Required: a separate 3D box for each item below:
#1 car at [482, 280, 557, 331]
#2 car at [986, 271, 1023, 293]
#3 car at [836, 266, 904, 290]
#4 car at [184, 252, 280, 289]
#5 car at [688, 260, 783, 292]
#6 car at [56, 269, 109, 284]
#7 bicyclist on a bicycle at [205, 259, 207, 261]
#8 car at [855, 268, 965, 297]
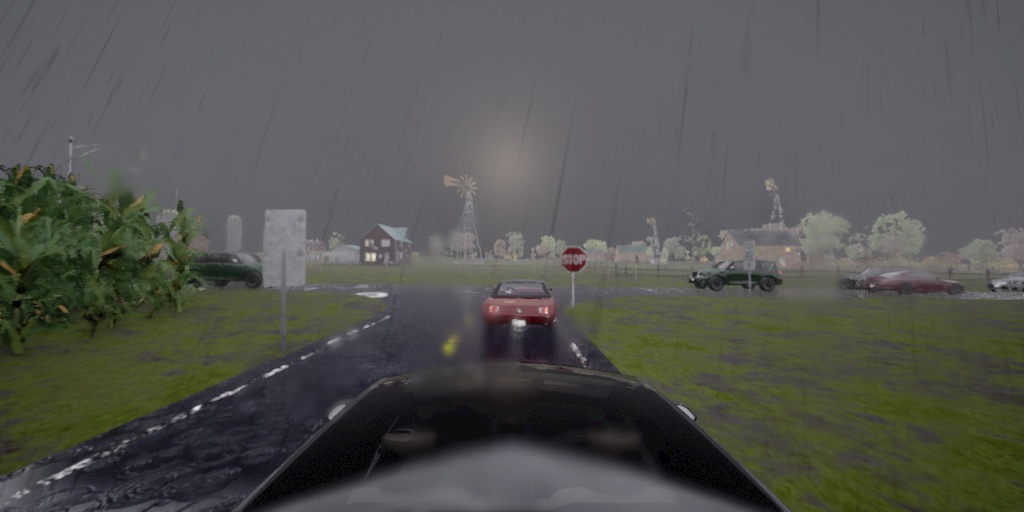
[{"bbox_3d":[0.330,1.372,11.066,1.895,1.301,4.718,0,0,4],"label":"car"},{"bbox_3d":[34.863,1.765,23.916,4.902,1.511,2.128,1,-1,0],"label":"car"},{"bbox_3d":[24.470,1.497,23.891,4.553,1.767,2.097,1,-1,0],"label":"car"},{"bbox_3d":[-15.967,0.807,20.780,5.566,2.045,2.150,1,-1,0],"label":"car"},{"bbox_3d":[14.786,1.246,23.855,5.566,2.045,2.150,1,-1,0],"label":"car"},{"bbox_3d":[-25.954,1.024,20.754,4.181,1.385,1.994,1,-1,0],"label":"car"},{"bbox_3d":[-22.667,1.043,26.730,0.582,1.620,1.656,1,0,0],"label":"bicyclist on a bicycle"},{"bbox_3d":[23.356,1.601,20.933,4.674,1.442,1.812,1,-1,0],"label":"car"}]
